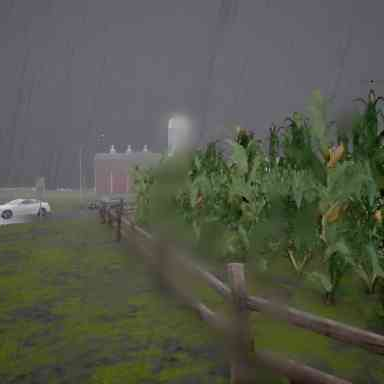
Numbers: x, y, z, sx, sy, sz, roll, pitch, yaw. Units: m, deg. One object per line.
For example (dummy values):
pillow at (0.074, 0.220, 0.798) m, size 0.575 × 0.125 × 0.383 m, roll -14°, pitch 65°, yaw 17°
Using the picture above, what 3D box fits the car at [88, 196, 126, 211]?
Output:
car at (-8.801, 1.157, 34.705) m, size 1.994 × 1.385 × 4.181 m, roll -1°, pitch 1°, yaw 29°

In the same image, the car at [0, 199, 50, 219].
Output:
car at (-13.635, 1.282, 26.488) m, size 1.812 × 1.442 × 4.674 m, roll -1°, pitch 1°, yaw 31°
